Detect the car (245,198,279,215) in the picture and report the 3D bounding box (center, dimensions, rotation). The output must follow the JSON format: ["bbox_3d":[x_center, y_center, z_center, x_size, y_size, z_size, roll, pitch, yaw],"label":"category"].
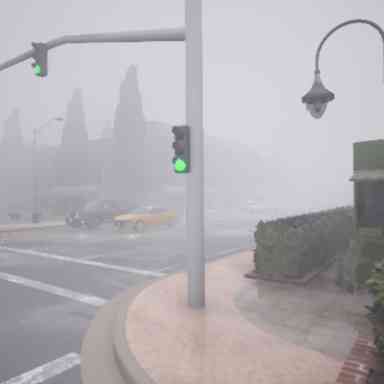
[{"bbox_3d":[8.022,1.735,36.693,1.812,1.442,4.674,-1,-1,37],"label":"car"}]

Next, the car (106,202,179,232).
[{"bbox_3d":[-2.945,1.683,22.089,1.882,1.535,5.008,-1,0,37],"label":"car"}]

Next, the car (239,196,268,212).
[{"bbox_3d":[8.154,1.479,42.689,2.150,2.045,5.566,-1,-1,37],"label":"car"}]

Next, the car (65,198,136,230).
[{"bbox_3d":[-6.150,1.471,23.653,2.150,2.045,5.566,-1,-1,37],"label":"car"}]
